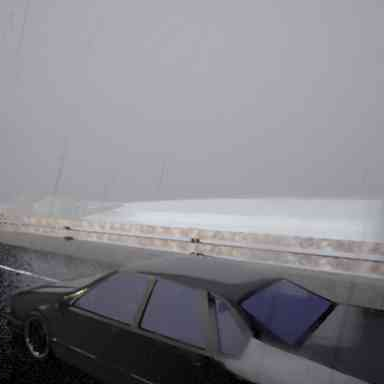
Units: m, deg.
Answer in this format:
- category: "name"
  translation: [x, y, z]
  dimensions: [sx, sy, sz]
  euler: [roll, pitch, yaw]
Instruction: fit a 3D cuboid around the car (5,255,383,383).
- category: "car"
  translation: [-0.190, 1.558, 4.123]
  dimensions: [5.357, 1.411, 2.033]
  euler: [0, 0, 36]
